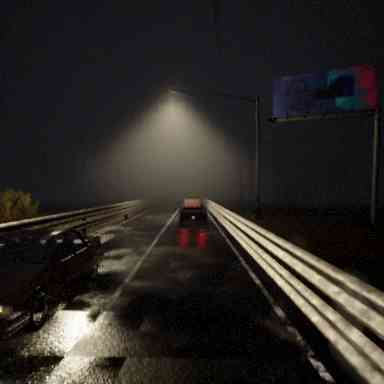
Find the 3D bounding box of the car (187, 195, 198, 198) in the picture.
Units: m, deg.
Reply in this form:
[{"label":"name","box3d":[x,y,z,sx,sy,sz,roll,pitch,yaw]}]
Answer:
[{"label":"car","box3d":[0.076,1.208,42.222,2.097,1.767,4.553,0,0,0]}]

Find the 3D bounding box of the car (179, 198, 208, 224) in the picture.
[{"label":"car","box3d":[0.086,1.412,23.637,2.128,1.511,4.902,0,0,0]}]

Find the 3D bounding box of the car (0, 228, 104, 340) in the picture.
[{"label":"car","box3d":[-3.353,1.523,7.056,2.033,1.411,5.357,0,0,0]}]
